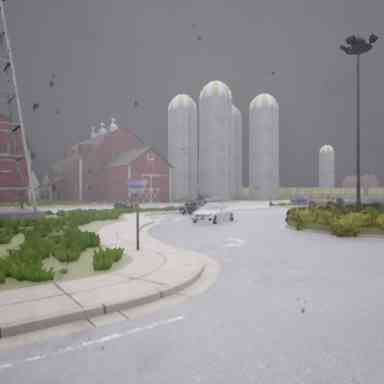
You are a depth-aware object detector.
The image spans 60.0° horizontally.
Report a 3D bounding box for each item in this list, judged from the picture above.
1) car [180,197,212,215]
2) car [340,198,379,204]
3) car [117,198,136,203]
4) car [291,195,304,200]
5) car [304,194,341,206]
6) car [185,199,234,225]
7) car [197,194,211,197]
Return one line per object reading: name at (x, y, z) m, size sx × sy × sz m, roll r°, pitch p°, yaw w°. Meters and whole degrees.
car at (0.561, 1.505, 31.996) m, size 1.784 × 1.438 × 3.905 m, roll 0°, pitch 0°, yaw -37°
car at (21.410, 1.510, 41.680) m, size 5.357 × 1.411 × 2.033 m, roll 0°, pitch 0°, yaw -34°
car at (-8.183, 1.492, 41.508) m, size 1.816 × 1.474 × 4.193 m, roll 0°, pitch 0°, yaw -37°
car at (21.456, 1.432, 64.795) m, size 2.242 × 1.667 × 4.611 m, roll 0°, pitch 0°, yaw -37°
car at (18.336, 1.274, 45.759) m, size 1.932 × 1.855 × 4.605 m, roll 0°, pitch 0°, yaw -37°
car at (1.602, 1.513, 24.482) m, size 1.812 × 1.442 × 4.674 m, roll 0°, pitch 0°, yaw 29°
car at (2.198, 1.287, 50.129) m, size 1.905 × 1.878 × 3.866 m, roll 0°, pitch 0°, yaw -37°
